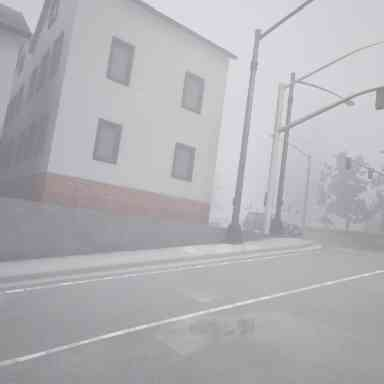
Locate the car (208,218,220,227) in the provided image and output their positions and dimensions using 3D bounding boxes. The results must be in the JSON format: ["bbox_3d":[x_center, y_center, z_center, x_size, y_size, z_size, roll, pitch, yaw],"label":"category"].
[{"bbox_3d":[0.973,3.291,37.918,2.033,1.411,5.357,12,-7,-35],"label":"car"}]

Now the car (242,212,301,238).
[{"bbox_3d":[6.978,2.946,29.610,2.150,2.045,5.566,12,-7,-35],"label":"car"}]
